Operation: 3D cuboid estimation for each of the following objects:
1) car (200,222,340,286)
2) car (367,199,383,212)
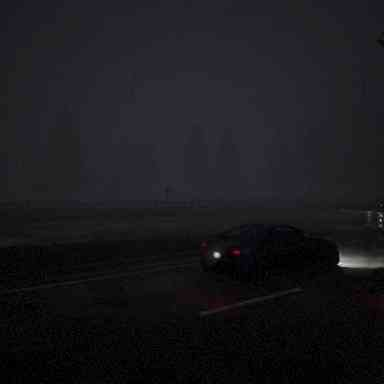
[{"bbox_3d":[2.281,1.549,9.435,4.181,1.385,1.994,0,0,-34],"label":"car"},{"bbox_3d":[22.124,1.484,38.007,4.674,1.442,1.812,0,0,-28],"label":"car"}]
